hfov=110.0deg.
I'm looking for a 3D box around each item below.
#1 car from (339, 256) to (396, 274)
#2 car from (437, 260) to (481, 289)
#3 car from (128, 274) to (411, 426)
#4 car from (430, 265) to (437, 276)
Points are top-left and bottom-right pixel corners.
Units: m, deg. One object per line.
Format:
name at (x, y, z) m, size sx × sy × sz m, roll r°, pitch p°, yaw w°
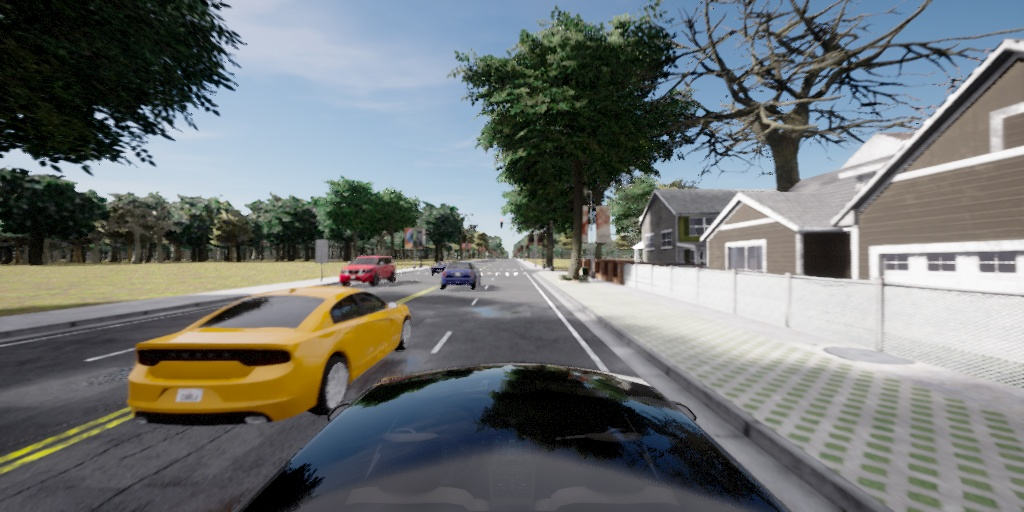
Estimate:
car at (-9.832, 0.981, 24.967) m, size 2.150 × 2.045 × 5.566 m, roll 0°, pitch 0°, yaw 0°
car at (-3.154, 1.106, 22.986) m, size 2.097 × 1.767 × 4.553 m, roll 0°, pitch 0°, yaw 0°
car at (-3.150, 1.230, 5.987) m, size 1.882 × 1.535 × 5.008 m, roll 0°, pitch 0°, yaw 0°
car at (-6.505, 1.162, 34.569) m, size 1.895 × 1.301 × 4.718 m, roll 0°, pitch 0°, yaw 0°
